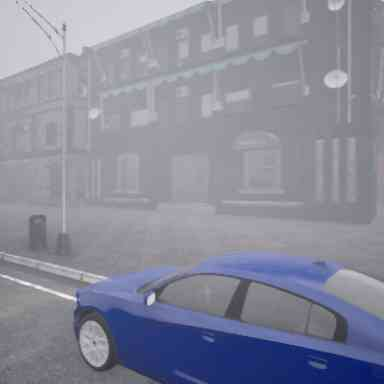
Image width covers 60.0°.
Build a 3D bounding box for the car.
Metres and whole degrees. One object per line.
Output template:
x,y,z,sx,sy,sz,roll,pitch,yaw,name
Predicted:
0.632,1.466,3.910,5.008,1.535,1.882,1,0,36,car
